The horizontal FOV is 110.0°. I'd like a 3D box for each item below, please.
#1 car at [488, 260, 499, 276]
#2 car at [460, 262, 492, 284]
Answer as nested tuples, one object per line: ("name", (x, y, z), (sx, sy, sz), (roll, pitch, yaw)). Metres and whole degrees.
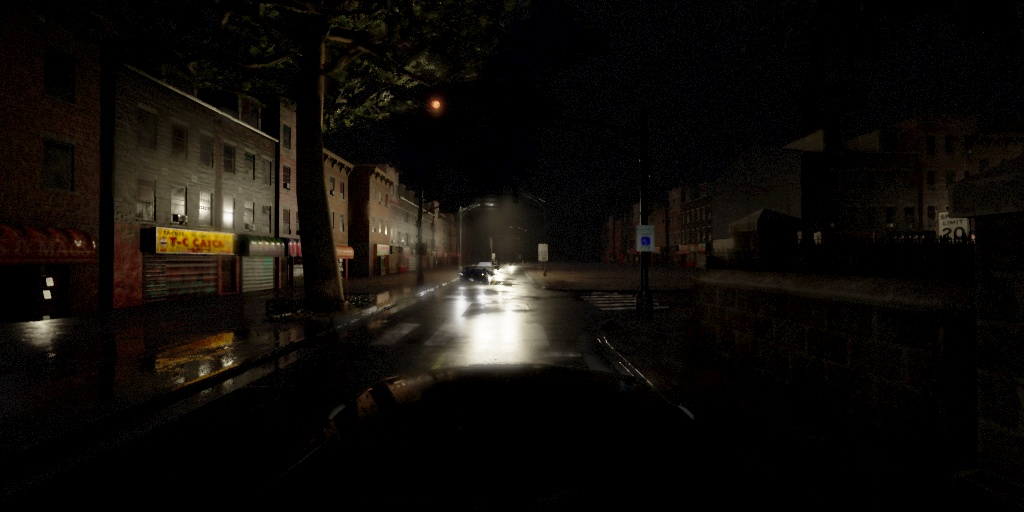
("car", (-2.788, 1.317, 37.373), (2.033, 1.411, 5.357), (0, 0, 0))
("car", (-2.773, 1.361, 26.882), (1.895, 1.301, 4.718), (0, 0, -1))
